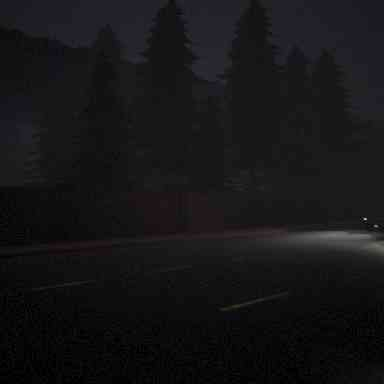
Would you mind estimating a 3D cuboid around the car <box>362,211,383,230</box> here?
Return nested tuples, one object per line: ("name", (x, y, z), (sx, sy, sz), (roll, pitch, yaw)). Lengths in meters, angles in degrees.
("car", (13.156, 1.814, 21.488), (4.718, 1.301, 1.895), (1, 0, -31))
